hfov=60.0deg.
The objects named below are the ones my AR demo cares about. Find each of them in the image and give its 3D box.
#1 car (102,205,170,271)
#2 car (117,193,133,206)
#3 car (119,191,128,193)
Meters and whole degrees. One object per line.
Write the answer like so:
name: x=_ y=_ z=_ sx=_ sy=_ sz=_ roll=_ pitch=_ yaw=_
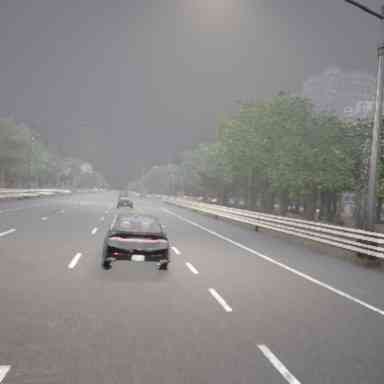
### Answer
car: x=-1.860 y=1.448 z=10.856 sx=2.128 sy=1.511 sz=4.902 roll=5 pitch=-1 yaw=-12
car: x=-8.384 y=1.262 z=41.680 sx=1.812 sy=1.442 sz=4.674 roll=5 pitch=-1 yaw=-12
car: x=-16.500 y=0.685 z=80.153 sx=2.150 sy=2.045 sz=5.566 roll=5 pitch=-1 yaw=-12
